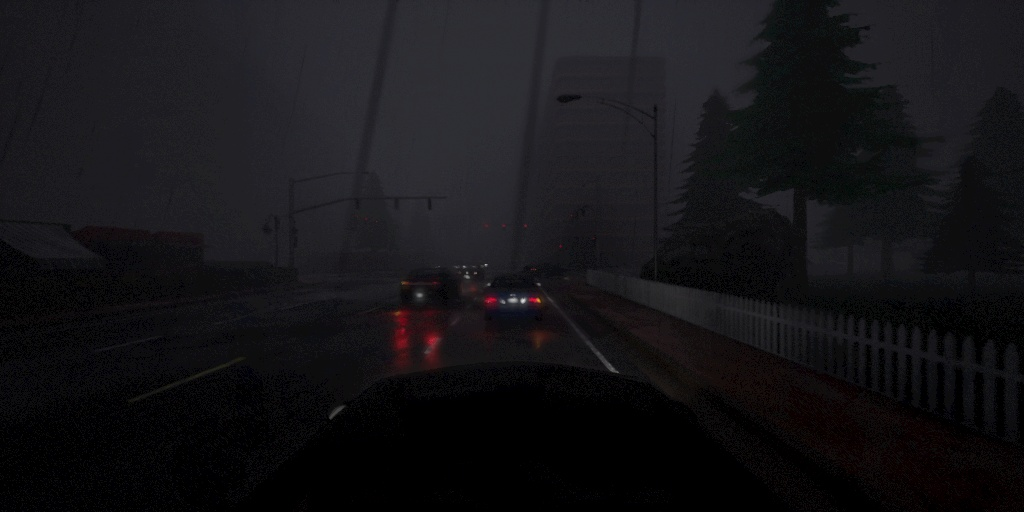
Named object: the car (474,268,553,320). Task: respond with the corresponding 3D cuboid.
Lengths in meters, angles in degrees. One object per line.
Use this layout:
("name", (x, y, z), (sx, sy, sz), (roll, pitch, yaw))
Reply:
("car", (0.064, 1.303, 12.561), (2.033, 1.411, 5.357), (0, 0, 1))

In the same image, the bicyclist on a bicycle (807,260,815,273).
("bicyclist on a bicycle", (28.304, 1.017, 34.290), (0.582, 1.620, 1.656), (0, 0, -28))

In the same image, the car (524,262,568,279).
("car", (2.834, 1.253, 30.501), (1.837, 1.490, 4.892), (-4, -2, 42))

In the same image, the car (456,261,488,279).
("car", (-3.380, 1.352, 29.950), (1.895, 1.301, 4.718), (0, 0, 1))

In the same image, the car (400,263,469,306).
("car", (-3.405, 1.246, 15.709), (2.128, 1.511, 4.902), (0, 0, 0))
